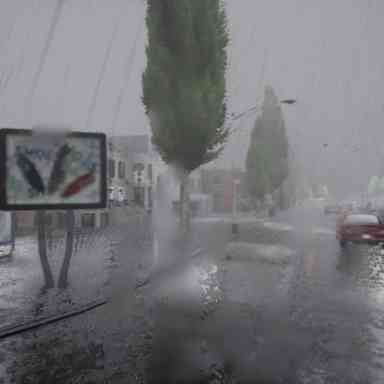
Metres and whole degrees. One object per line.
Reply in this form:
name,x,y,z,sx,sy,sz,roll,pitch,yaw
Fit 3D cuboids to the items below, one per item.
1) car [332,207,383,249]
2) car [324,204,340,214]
car,8.080,1.728,16.096,1.882,1.535,5.008,-1,-1,21
car,18.997,2.289,44.933,1.994,1.385,4.181,-1,-1,21
